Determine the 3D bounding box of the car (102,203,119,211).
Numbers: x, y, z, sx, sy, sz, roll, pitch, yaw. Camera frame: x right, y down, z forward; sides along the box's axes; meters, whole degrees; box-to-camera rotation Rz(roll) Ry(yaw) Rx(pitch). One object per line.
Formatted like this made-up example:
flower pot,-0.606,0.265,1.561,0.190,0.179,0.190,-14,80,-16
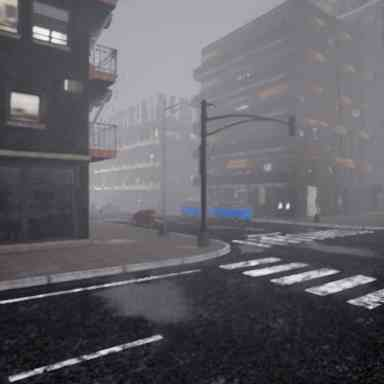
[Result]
car,-12.907,2.346,52.686,1.802,1.307,4.206,-1,0,-36

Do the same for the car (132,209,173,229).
car,-3.065,1.956,25.196,1.802,1.307,4.206,-1,0,-36

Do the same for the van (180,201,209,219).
van,0.357,1.813,34.631,1.690,1.788,3.998,-1,0,-36

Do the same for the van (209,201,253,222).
van,3.674,1.740,30.116,1.690,1.788,3.998,-1,0,-36

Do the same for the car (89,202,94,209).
car,-19.642,2.438,61.851,1.752,1.417,4.829,-1,0,-36
